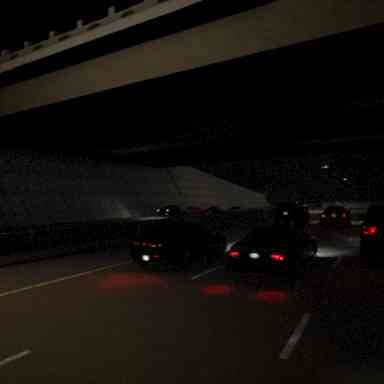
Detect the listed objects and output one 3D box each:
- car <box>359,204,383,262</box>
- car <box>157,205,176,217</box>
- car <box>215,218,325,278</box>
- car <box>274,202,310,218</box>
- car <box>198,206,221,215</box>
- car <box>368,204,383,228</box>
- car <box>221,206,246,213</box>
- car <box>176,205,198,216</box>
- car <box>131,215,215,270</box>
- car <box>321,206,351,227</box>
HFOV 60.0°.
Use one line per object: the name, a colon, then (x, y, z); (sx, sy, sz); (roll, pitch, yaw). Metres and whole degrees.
car: (7.776, 1.467, 12.803); (2.150, 2.045, 5.566); (-2, -2, 29)
car: (-3.448, 2.830, 50.930); (2.097, 1.767, 4.553); (-2, -2, 29)
car: (2.923, 1.826, 11.246); (2.033, 1.411, 5.357); (-2, -2, 29)
car: (8.912, 1.912, 29.455); (2.150, 2.045, 5.566); (-2, -2, 29)
car: (3.103, 2.831, 48.313); (1.812, 1.442, 4.674); (-2, -2, 29)
car: (15.425, 1.869, 26.777); (2.097, 1.767, 4.553); (-2, -2, 29)
car: (6.175, 2.737, 46.642); (1.812, 1.442, 4.674); (-2, -2, 29)
car: (0.030, 2.877, 49.988); (1.882, 1.535, 5.008); (-2, -2, 29)
car: (-0.289, 1.872, 12.667); (1.837, 1.490, 4.892); (-2, -2, 29)
car: (12.352, 1.963, 28.449); (2.097, 1.767, 4.553); (-2, -2, 29)
